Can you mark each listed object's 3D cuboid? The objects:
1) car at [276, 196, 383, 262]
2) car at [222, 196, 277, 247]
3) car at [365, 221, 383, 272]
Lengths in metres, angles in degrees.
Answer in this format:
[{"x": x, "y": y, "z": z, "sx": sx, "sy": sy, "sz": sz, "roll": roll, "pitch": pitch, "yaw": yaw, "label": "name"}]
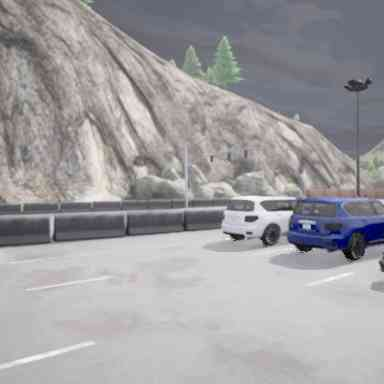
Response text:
[{"x": 5.932, "y": 1.197, "z": 12.356, "sx": 5.566, "sy": 2.045, "sz": 2.150, "roll": -1, "pitch": 0, "yaw": -35, "label": "car"}, {"x": 3.893, "y": 1.197, "z": 15.200, "sx": 5.566, "sy": 2.045, "sz": 2.150, "roll": -1, "pitch": 0, "yaw": -35, "label": "car"}, {"x": 7.116, "y": 1.527, "z": 8.914, "sx": 5.357, "sy": 1.411, "sz": 2.033, "roll": 0, "pitch": 0, "yaw": -35, "label": "car"}]
